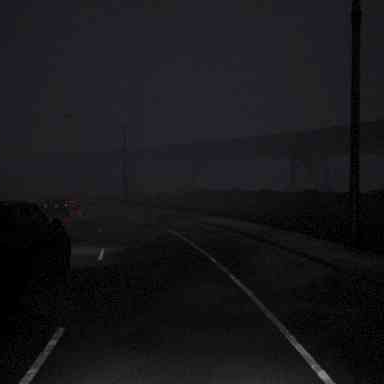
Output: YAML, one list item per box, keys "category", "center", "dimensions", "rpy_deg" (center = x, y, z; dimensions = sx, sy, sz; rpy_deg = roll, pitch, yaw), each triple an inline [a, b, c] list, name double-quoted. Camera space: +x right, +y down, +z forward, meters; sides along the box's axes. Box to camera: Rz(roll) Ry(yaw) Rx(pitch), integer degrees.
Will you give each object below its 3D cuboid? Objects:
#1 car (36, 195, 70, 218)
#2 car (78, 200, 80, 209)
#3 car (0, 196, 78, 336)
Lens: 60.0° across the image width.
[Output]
- category: "car"
  center: [-12.111, 1.174, 28.887]
  dimensions: [2.097, 1.767, 4.553]
  rpy_deg: [-1, 1, -30]
- category: "car"
  center: [-14.502, 1.231, 38.164]
  dimensions: [2.128, 1.511, 4.902]
  rpy_deg: [-1, 1, -39]
- category: "car"
  center: [-4.052, 1.178, 6.602]
  dimensions: [2.150, 2.045, 5.566]
  rpy_deg: [0, 0, -7]
